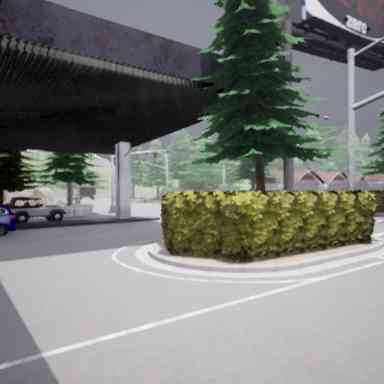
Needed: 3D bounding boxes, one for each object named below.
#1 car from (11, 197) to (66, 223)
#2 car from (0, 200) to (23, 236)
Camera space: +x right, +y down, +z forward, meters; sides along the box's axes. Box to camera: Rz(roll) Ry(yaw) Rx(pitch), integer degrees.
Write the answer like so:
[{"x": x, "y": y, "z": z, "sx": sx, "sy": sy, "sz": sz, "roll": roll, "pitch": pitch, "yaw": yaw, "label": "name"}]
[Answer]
[{"x": -11.278, "y": 1.267, "z": 23.974, "sx": 3.866, "sy": 1.878, "sz": 1.905, "roll": -1, "pitch": 0, "yaw": -36, "label": "car"}, {"x": -11.475, "y": 1.477, "z": 16.845, "sx": 4.611, "sy": 1.667, "sz": 2.242, "roll": -1, "pitch": 0, "yaw": -36, "label": "car"}]
